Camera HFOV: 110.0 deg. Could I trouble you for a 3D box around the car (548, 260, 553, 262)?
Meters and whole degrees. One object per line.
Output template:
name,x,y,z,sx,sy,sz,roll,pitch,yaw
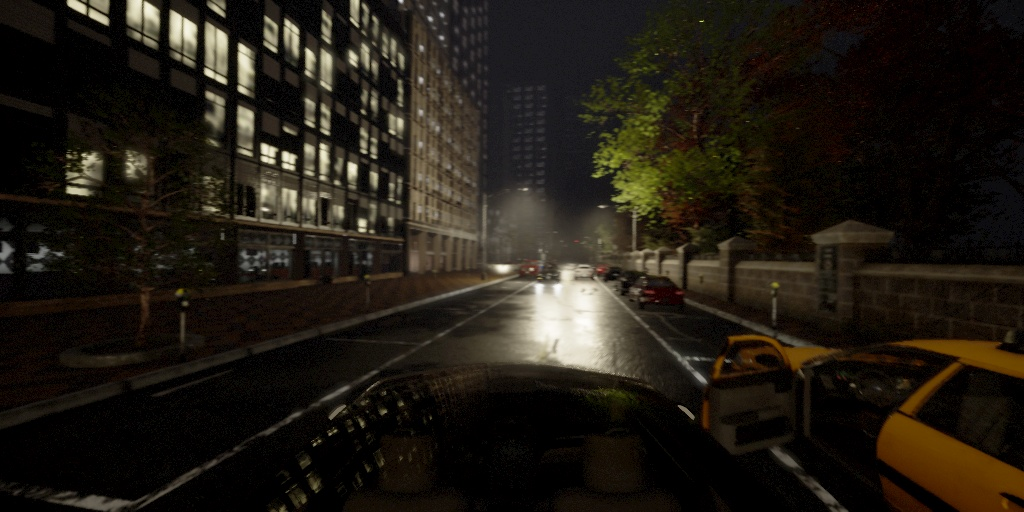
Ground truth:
car,4.839,1.703,54.761,1.751,1.417,4.829,0,0,10

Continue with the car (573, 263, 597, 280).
car,7.030,1.587,35.198,1.812,1.442,4.674,0,0,9

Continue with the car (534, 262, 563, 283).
car,3.292,1.499,30.845,1.837,1.490,4.892,0,-1,10

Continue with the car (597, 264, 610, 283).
car,8.899,1.619,31.600,1.948,1.339,4.313,0,0,10

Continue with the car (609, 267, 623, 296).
car,6.969,1.521,20.669,1.948,1.339,4.313,0,0,10

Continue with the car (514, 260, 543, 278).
car,1.979,1.352,38.559,2.192,1.841,5.009,0,0,10

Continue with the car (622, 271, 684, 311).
car,6.004,1.488,15.204,1.802,1.307,4.207,0,0,10

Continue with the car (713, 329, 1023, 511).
car,3.416,1.245,2.478,1.801,1.575,5.366,0,0,10

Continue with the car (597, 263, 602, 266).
car,10.829,1.731,42.530,1.802,1.307,4.207,0,0,10
